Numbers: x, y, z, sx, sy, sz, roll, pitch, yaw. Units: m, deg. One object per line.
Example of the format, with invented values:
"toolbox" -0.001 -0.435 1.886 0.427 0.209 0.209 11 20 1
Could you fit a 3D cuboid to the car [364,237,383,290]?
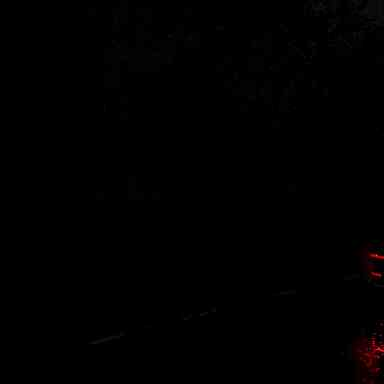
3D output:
"car" 6.007 1.523 7.888 4.892 1.490 1.837 0 0 -34
